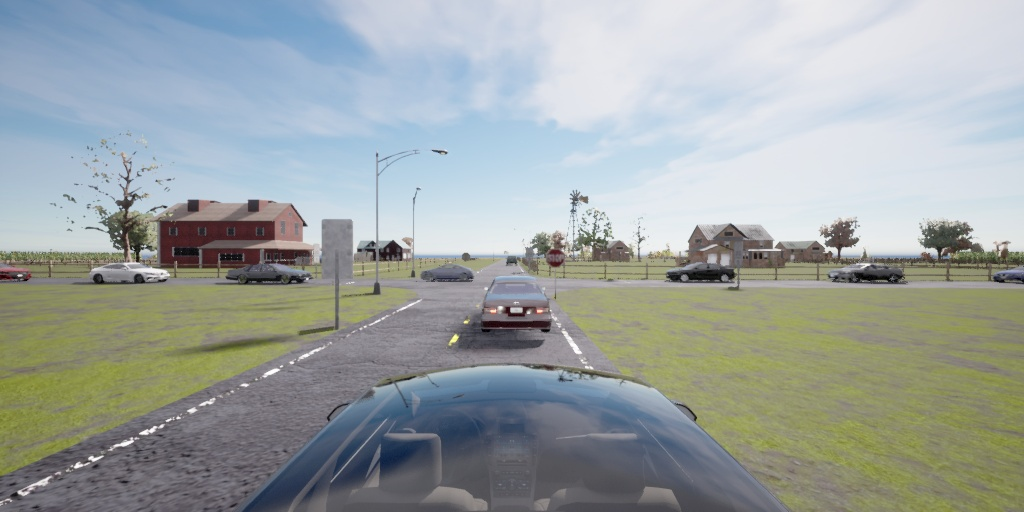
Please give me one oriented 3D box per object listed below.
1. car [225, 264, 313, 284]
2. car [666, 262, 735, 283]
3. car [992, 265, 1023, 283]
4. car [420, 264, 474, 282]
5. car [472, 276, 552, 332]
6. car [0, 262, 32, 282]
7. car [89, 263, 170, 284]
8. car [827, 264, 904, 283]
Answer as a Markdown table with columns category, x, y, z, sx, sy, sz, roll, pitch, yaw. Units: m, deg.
| category | x | y | z | sx | sy | sz | roll | pitch | yaw |
| --- | --- | --- | --- | --- | --- | --- | --- | --- | --- |
| car | -17.255 | 1.245 | 25.598 | 5.357 | 1.411 | 2.033 | 0 | 0 | 0 |
| car | 14.809 | 1.272 | 28.312 | 5.008 | 1.535 | 1.882 | 0 | 0 | 0 |
| car | 40.852 | 1.432 | 28.087 | 4.674 | 1.442 | 1.812 | 0 | 0 | 1 |
| car | -5.099 | 1.303 | 28.461 | 4.181 | 1.385 | 1.994 | 0 | 0 | 0 |
| car | 0.097 | 1.296 | 10.786 | 2.033 | 1.411 | 5.357 | 0 | 0 | 0 |
| car | -37.789 | 1.121 | 25.761 | 5.008 | 1.535 | 1.882 | 0 | 0 | 1 |
| car | -27.350 | 1.195 | 25.679 | 4.674 | 1.442 | 1.812 | 0 | 0 | 1 |
| car | 27.726 | 1.338 | 28.214 | 4.902 | 1.511 | 2.128 | 0 | 0 | 0 |
